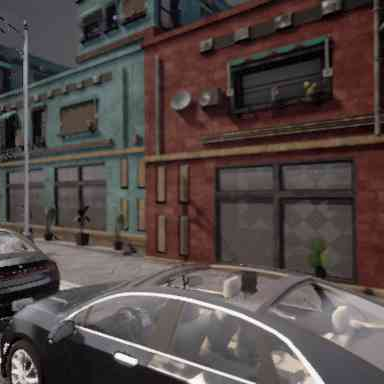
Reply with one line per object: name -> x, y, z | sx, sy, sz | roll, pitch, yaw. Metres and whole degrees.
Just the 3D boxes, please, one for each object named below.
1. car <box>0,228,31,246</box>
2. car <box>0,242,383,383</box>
car -> -4.561, 1.430, 6.505 | 4.892, 1.521, 2.231 | 0, 0, 36
car -> 0.036, 1.470, 3.225 | 4.892, 1.521, 2.231 | 0, 0, 36
